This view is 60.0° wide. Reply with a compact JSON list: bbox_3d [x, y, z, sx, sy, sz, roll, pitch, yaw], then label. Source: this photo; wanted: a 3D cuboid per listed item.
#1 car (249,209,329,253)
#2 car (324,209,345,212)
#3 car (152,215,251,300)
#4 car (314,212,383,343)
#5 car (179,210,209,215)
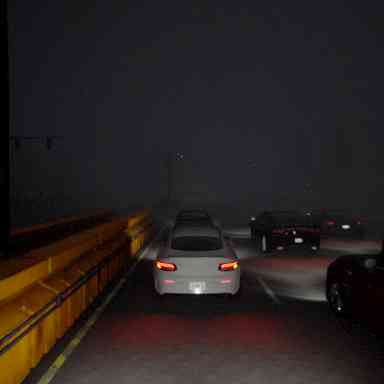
[{"bbox_3d":[3.590,1.482,13.695,1.882,1.535,5.008,0,0,0],"label":"car"},{"bbox_3d":[7.087,1.569,17.310,1.994,1.385,4.181,0,0,0],"label":"car"},{"bbox_3d":[0.094,1.528,8.299,1.812,1.442,4.674,0,0,0],"label":"car"},{"bbox_3d":[3.594,1.354,4.523,2.097,1.767,4.553,0,0,0],"label":"car"},{"bbox_3d":[0.087,1.606,17.421,1.895,1.301,4.718,0,0,0],"label":"car"}]
